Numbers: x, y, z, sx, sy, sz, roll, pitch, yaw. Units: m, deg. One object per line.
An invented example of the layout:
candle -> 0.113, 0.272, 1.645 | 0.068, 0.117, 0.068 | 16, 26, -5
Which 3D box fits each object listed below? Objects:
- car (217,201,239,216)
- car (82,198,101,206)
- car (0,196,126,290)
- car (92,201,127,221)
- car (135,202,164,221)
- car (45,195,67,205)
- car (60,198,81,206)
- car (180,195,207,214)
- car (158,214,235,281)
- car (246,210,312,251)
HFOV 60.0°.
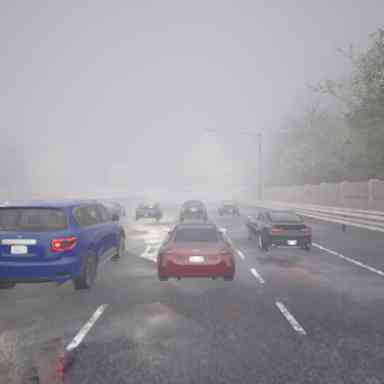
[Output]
car -> 3.522, 1.564, 32.718 | 1.812, 1.442, 4.674 | 0, 0, 0
car -> -17.487, 1.683, 58.279 | 1.895, 1.301, 4.718 | 0, 0, 1
car -> -3.394, 1.232, 9.223 | 2.150, 2.045, 5.566 | 0, 0, 0
car -> -6.880, 1.559, 28.188 | 1.812, 1.442, 4.674 | 0, 0, 0
car -> -3.378, 1.523, 27.028 | 2.128, 1.511, 4.902 | 0, 0, 0
car -> -24.476, 1.439, 60.200 | 2.097, 1.767, 4.553 | 0, 0, 1
car -> -20.986, 1.682, 57.881 | 1.895, 1.301, 4.718 | 0, 0, 1
car -> 0.120, 1.384, 26.809 | 2.097, 1.767, 4.553 | 0, 0, 0
car -> 0.107, 1.575, 9.938 | 1.994, 1.385, 4.181 | 0, 0, 0
car -> 3.510, 1.516, 14.063 | 1.837, 1.490, 4.892 | 0, 0, 0
